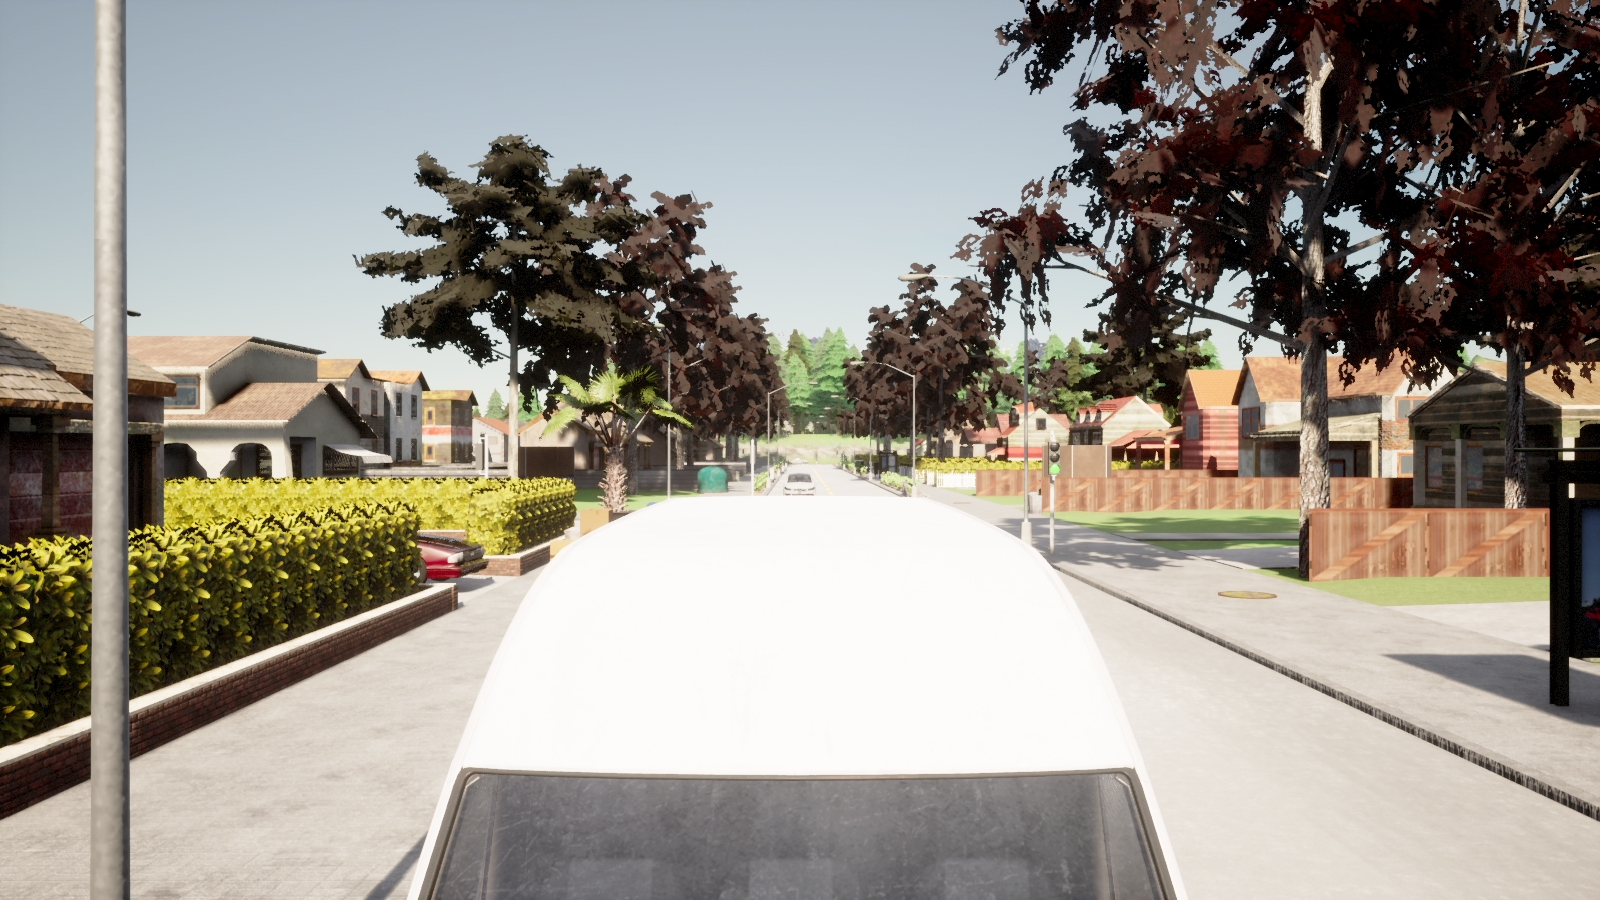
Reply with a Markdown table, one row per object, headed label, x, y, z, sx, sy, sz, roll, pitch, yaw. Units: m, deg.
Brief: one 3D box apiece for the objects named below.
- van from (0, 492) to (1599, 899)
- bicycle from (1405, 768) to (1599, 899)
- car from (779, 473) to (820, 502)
| label | x | y | z | sx | sy | sz | roll | pitch | yaw |
| --- | --- | --- | --- | --- | --- | --- | --- | --- | --- |
| van | 0.002 | 1.537 | 4.030 | 1.988 | 2.561 | 5.915 | 0 | 0 | 0 |
| bicycle | 2.687 | 2.062 | 3.843 | 0.329 | 1.471 | 1.835 | 0 | 0 | 0 |
| car | -0.024 | 2.087 | 64.511 | 2.231 | 1.480 | 4.892 | 0 | 0 | 0 |
